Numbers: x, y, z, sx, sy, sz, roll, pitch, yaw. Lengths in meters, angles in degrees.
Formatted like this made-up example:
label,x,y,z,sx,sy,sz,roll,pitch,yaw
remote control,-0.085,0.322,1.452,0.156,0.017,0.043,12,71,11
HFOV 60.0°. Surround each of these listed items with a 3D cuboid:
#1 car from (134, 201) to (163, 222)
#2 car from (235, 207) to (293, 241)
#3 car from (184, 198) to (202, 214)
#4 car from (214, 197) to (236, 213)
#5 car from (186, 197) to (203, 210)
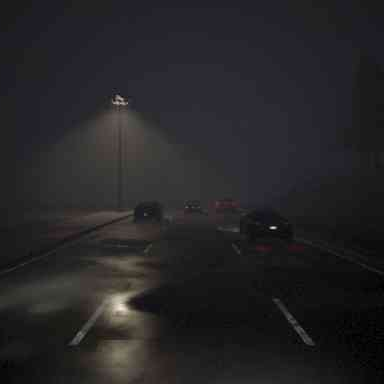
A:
label,x,y,z,sx,sy,sz,roll,pitch,yaw
car,-3.395,1.477,26.606,1.882,1.535,5.008,0,0,0
car,3.603,1.564,16.763,1.994,1.385,4.181,0,0,0
car,0.115,1.547,34.832,2.033,1.411,5.357,0,0,0
car,3.635,1.352,37.028,2.097,1.767,4.553,0,0,1
car,0.375,1.491,44.581,2.128,1.511,4.902,0,0,3
